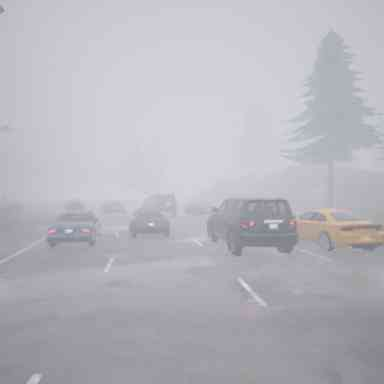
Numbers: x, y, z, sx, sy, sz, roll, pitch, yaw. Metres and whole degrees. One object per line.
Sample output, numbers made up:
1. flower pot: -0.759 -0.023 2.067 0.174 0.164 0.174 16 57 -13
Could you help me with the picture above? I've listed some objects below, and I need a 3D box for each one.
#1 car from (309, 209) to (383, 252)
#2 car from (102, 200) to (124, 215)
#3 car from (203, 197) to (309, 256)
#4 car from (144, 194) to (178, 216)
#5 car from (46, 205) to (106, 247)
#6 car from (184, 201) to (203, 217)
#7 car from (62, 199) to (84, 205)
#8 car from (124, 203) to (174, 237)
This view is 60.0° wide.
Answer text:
1. car: 5.566 1.439 13.806 1.882 1.535 5.008 0 0 -10
2. car: -8.299 1.556 34.540 1.994 1.385 4.181 0 0 -25
3. car: 2.167 1.197 13.320 2.150 2.045 5.566 0 0 -10
4. car: -3.100 1.197 31.596 2.150 2.045 5.566 0 0 -22
5. car: -5.250 1.550 15.227 2.033 1.411 5.357 0 0 -12
6. car: 0.704 1.525 31.282 1.994 1.385 4.181 0 0 -21
7. car: -12.641 1.513 35.486 1.837 1.490 4.892 0 0 -27
8. car: -2.447 1.552 18.136 1.994 1.385 4.181 0 0 -13
